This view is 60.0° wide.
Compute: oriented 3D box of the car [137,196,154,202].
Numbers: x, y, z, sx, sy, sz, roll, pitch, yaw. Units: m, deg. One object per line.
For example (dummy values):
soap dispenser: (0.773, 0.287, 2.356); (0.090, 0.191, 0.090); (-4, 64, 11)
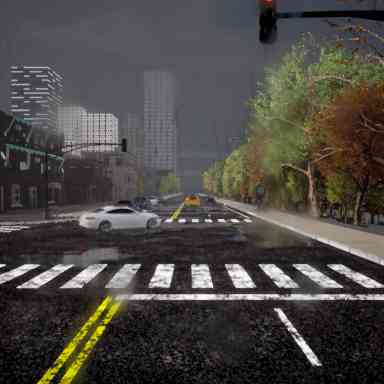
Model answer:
car: (-6.548, 1.337, 42.757); (2.097, 1.767, 4.553); (0, 0, 0)

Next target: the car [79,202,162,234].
car: (-4.134, 1.520, 19.325); (4.674, 1.442, 1.812); (0, 1, -36)

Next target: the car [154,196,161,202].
car: (-6.532, 1.506, 53.050); (1.812, 1.442, 4.674); (0, 0, 0)

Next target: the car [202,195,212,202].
car: (3.328, 1.510, 74.422); (2.033, 1.411, 5.357); (0, 0, 0)

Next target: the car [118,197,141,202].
car: (-6.561, 1.516, 32.564); (1.812, 1.442, 4.674); (0, 0, 0)

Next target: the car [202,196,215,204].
car: (3.410, 1.523, 63.768); (2.033, 1.411, 5.357); (0, 0, 0)

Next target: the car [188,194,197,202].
car: (0.082, 1.324, 75.002); (2.097, 1.767, 4.553); (0, 0, 0)

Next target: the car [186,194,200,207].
car: (0.149, 1.459, 51.279); (1.882, 1.535, 5.008); (0, 0, 0)

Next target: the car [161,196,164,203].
car: (-6.484, 1.467, 63.493); (2.128, 1.511, 4.902); (0, 0, 1)
